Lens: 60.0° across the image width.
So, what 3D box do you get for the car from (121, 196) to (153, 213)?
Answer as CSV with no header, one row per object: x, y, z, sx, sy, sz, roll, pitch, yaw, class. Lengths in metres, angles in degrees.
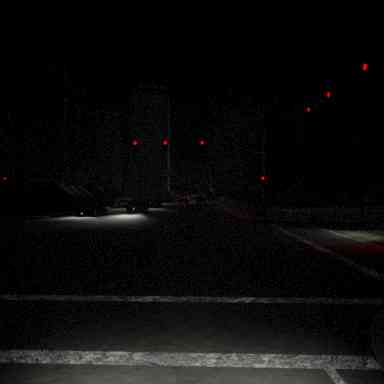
-6.046,1.491,37.249,2.128,1.511,4.902,0,0,1,car

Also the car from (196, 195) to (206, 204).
1.763,1.505,65.370,1.837,1.490,4.892,0,0,1,car

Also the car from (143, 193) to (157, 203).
-8.648,1.218,69.036,2.150,2.045,5.566,0,0,1,car

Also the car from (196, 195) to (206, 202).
1.995,1.352,74.586,2.128,1.511,4.902,0,0,1,car

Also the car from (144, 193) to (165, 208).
-5.748,1.222,48.913,2.150,2.045,5.566,0,0,2,car

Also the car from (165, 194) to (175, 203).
-5.199,1.547,67.538,2.033,1.411,5.357,0,0,2,car

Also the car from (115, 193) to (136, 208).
-9.288,1.217,47.528,2.150,2.045,5.566,0,1,1,car

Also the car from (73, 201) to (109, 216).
-9.734,1.547,32.554,2.033,1.411,5.357,0,0,4,car

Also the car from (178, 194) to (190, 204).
-1.720,1.564,66.084,1.994,1.385,4.181,0,0,1,car

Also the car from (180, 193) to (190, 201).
-1.505,1.182,74.644,2.097,1.767,4.553,0,0,1,car
